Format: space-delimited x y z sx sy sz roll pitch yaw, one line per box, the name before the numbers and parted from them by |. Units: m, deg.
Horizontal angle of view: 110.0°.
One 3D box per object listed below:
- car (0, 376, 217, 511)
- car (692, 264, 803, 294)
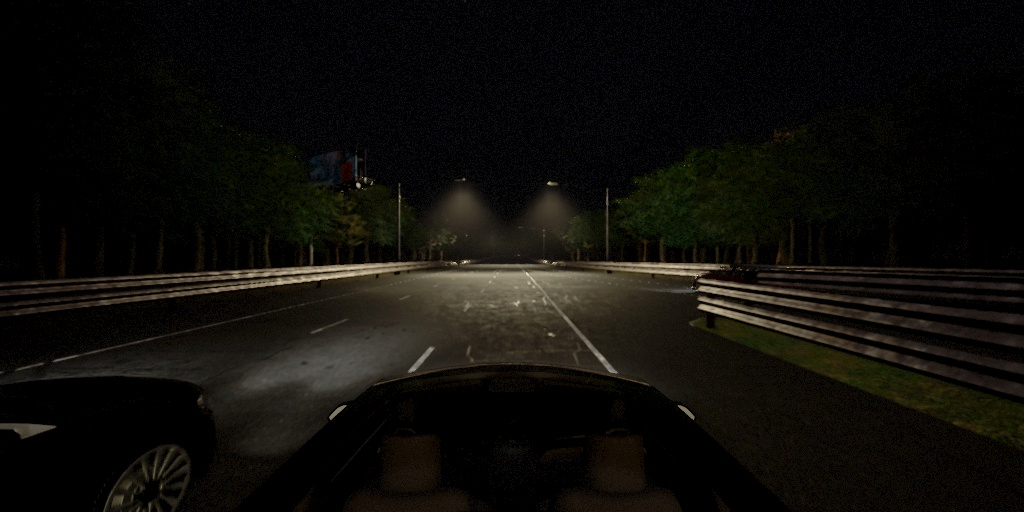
car | -3.400 1.240 1.010 2.128 1.511 4.902 0 0 0
car | 10.462 1.117 16.352 2.163 1.488 4.792 0 -1 -12
